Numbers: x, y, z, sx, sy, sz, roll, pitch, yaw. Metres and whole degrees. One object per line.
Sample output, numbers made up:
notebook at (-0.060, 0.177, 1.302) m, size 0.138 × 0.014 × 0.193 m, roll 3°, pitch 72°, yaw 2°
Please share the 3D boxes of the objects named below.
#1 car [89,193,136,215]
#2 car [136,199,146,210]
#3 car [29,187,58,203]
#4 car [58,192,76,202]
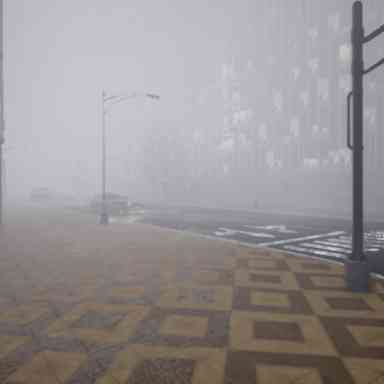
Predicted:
car at (-6.876, 0.862, 27.723) m, size 2.097 × 1.767 × 4.553 m, roll 0°, pitch 1°, yaw -38°
car at (-6.588, 0.979, 32.615) m, size 2.033 × 1.411 × 5.357 m, roll 0°, pitch 1°, yaw -38°
car at (-20.651, 0.310, 45.446) m, size 2.150 × 2.045 × 5.566 m, roll 0°, pitch 1°, yaw -38°
car at (-18.255, 0.716, 47.666) m, size 1.895 × 1.301 × 4.718 m, roll 0°, pitch 1°, yaw -38°
